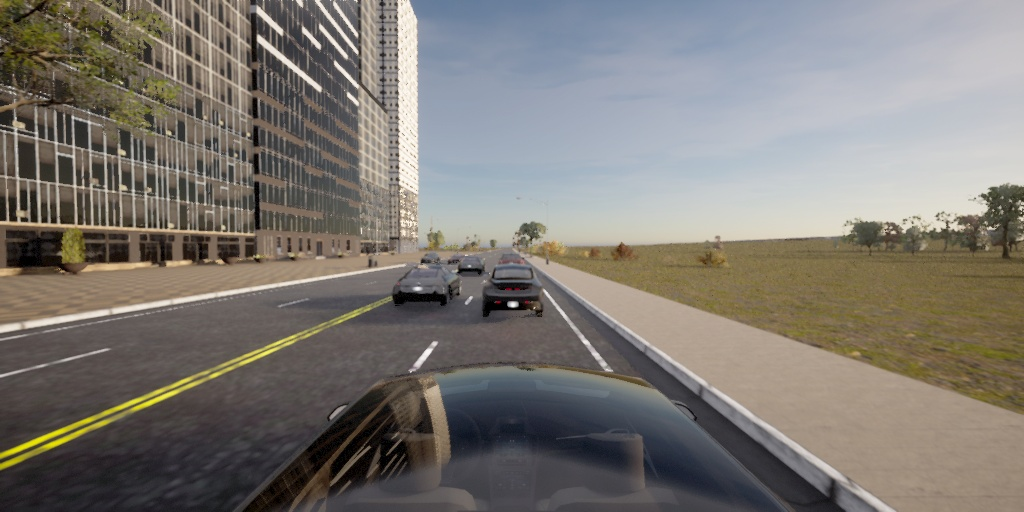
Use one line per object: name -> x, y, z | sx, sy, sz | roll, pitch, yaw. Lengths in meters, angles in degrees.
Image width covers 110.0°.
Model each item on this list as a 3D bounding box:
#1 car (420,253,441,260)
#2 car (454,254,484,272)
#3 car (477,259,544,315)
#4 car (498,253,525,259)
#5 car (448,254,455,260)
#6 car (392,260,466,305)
car -> -10.045, 0.333, 44.565 | 1.837, 1.490, 4.892 | 0, 1, 0
car -> -3.300, 0.707, 29.829 | 1.994, 1.385, 4.181 | 0, 1, 0
car -> 0.027, 1.026, 12.249 | 1.837, 1.490, 4.892 | 0, 1, 0
car -> -0.049, 0.511, 28.993 | 2.097, 1.767, 4.553 | 0, 1, 0
car -> -6.797, 0.384, 44.813 | 1.994, 1.385, 4.181 | 0, 1, 0
car -> -3.225, 1.044, 14.246 | 1.994, 1.385, 4.181 | 0, 1, 0
